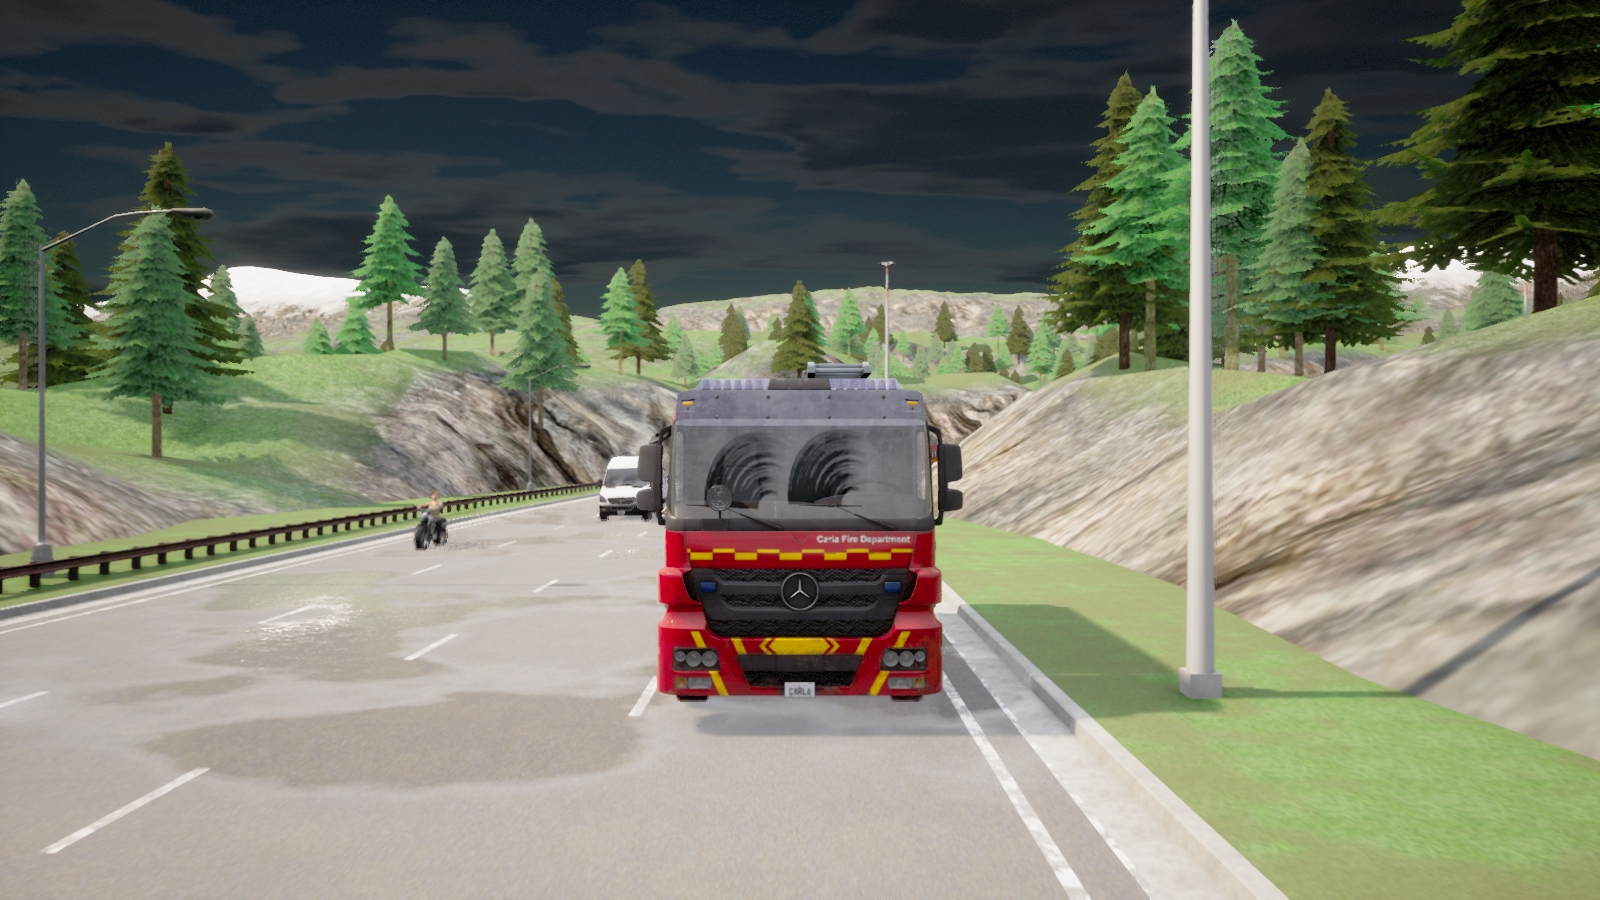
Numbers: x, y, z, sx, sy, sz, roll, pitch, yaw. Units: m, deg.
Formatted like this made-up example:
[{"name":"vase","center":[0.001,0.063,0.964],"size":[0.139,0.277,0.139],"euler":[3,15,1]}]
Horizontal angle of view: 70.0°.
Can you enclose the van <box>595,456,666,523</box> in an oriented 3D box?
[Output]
[{"name":"van","center":[-6.874,1.534,46.934],"size":[1.988,2.561,5.915],"euler":[0,0,1]}]

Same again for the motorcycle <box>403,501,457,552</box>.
[{"name":"motorcycle","center":[-10.519,2.155,32.544],"size":[0.764,1.307,2.356],"euler":[0,0,0]}]

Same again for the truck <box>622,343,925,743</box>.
[{"name":"truck","center":[-0.251,0.891,15.161],"size":[2.891,3.827,8.468],"euler":[0,0,0]}]

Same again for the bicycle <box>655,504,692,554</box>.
[{"name":"bicycle","center":[-3.486,2.158,31.514],"size":[0.859,1.277,1.487],"euler":[0,0,0]}]
